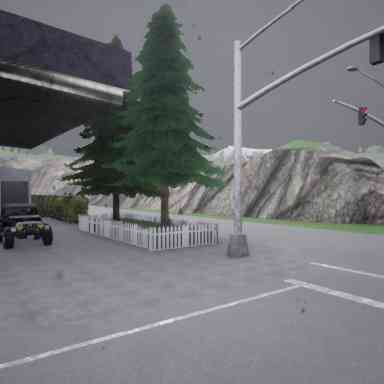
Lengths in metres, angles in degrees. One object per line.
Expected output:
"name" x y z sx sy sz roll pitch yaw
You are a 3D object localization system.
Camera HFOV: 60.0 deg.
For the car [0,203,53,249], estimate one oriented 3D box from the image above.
"car" -8.030 1.505 15.815 1.905 1.878 3.866 0 0 -37
